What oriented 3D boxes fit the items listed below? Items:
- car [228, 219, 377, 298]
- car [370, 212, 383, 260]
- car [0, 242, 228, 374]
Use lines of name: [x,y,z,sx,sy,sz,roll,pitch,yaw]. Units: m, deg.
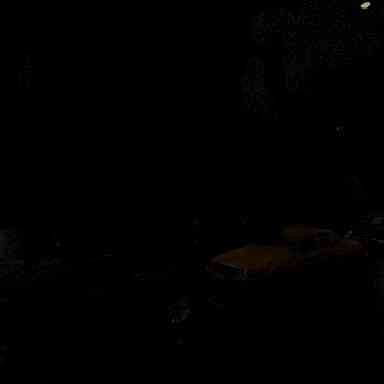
car: [2.549,1.525,8.481,4.829,1.417,1.752,0,0,-36]
car: [7.109,1.441,11.745,4.097,1.590,1.967,0,0,-36]
car: [-1.734,1.566,5.414,4.313,1.339,1.947,0,0,-36]
